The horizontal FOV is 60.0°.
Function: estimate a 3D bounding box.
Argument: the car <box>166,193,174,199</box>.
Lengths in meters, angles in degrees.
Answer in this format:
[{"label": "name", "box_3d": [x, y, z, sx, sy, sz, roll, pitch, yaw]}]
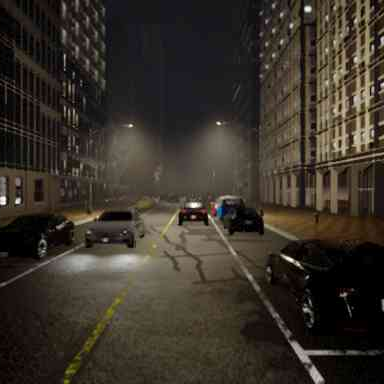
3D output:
[{"label": "car", "box_3d": [-5.721, 1.046, 86.201, 1.802, 1.307, 4.206, 0, 0, 0]}]

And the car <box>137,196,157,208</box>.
[{"label": "car", "box_3d": [-5.703, 1.292, 40.494, 1.752, 1.417, 4.829, 0, 0, 0]}]

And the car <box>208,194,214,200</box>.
[{"label": "car", "box_3d": [2.682, 1.276, 29.272, 1.967, 1.590, 4.097, 0, 0, 0]}]

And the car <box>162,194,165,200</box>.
[{"label": "car", "box_3d": [-5.714, 1.133, 69.126, 2.008, 1.369, 4.403, 0, 0, 0]}]

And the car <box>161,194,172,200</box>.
[{"label": "car", "box_3d": [-5.717, 1.109, 74.819, 1.947, 1.339, 4.313, 0, 0, 0]}]

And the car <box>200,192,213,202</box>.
[{"label": "car", "box_3d": [2.670, 0.935, 63.424, 2.192, 1.841, 5.009, 0, 0, 0]}]

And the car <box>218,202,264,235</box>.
[{"label": "car", "box_3d": [2.686, 1.468, 17.888, 1.947, 1.339, 4.313, 0, 0, 0]}]

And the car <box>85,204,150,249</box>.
[{"label": "car", "box_3d": [-3.116, 1.448, 14.294, 1.812, 1.442, 4.674, 0, 0, 0]}]

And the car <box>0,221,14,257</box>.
[{"label": "car", "box_3d": [-5.690, 1.509, 6.509, 1.887, 1.381, 4.507, 0, 0, 0]}]

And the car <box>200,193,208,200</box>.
[{"label": "car", "box_3d": [2.664, 1.068, 74.978, 1.752, 1.417, 4.829, 0, 0, 0]}]

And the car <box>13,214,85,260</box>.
[{"label": "car", "box_3d": [-5.693, 1.500, 12.201, 1.947, 1.339, 4.313, 0, 0, 0]}]

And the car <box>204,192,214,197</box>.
[{"label": "car", "box_3d": [2.674, 1.009, 52.039, 2.192, 1.841, 5.009, 0, 0, 0]}]

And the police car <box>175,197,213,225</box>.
[{"label": "police car", "box_3d": [0.092, 1.376, 23.029, 2.038, 1.542, 4.974, 0, 0, 0]}]

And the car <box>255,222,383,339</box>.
[{"label": "car", "box_3d": [2.690, 1.531, 6.504, 1.947, 1.339, 4.313, 0, 0, 0]}]

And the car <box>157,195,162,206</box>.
[{"label": "car", "box_3d": [-5.706, 1.280, 46.357, 2.008, 1.369, 4.403, 0, 0, 0]}]

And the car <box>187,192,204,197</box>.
[{"label": "car", "box_3d": [0.083, 1.111, 41.743, 2.097, 1.767, 4.553, 0, 0, 0]}]

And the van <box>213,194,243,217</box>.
[{"label": "van", "box_3d": [2.685, 1.210, 23.581, 1.690, 1.788, 3.998, 0, 0, 0]}]

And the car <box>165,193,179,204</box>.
[{"label": "car", "box_3d": [-3.085, 1.190, 56.560, 1.812, 1.442, 4.674, 0, 0, 0]}]
